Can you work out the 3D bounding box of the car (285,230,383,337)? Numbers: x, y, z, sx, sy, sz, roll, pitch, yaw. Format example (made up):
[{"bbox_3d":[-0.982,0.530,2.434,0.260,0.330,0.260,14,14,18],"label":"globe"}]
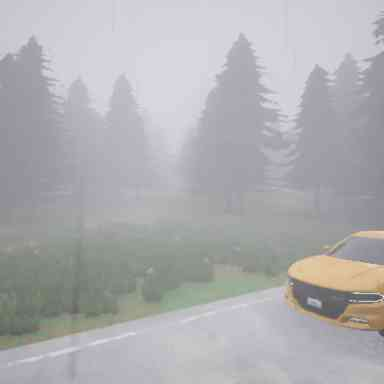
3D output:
[{"bbox_3d":[4.026,1.568,6.860,5.008,1.535,1.882,1,-1,-35],"label":"car"}]
